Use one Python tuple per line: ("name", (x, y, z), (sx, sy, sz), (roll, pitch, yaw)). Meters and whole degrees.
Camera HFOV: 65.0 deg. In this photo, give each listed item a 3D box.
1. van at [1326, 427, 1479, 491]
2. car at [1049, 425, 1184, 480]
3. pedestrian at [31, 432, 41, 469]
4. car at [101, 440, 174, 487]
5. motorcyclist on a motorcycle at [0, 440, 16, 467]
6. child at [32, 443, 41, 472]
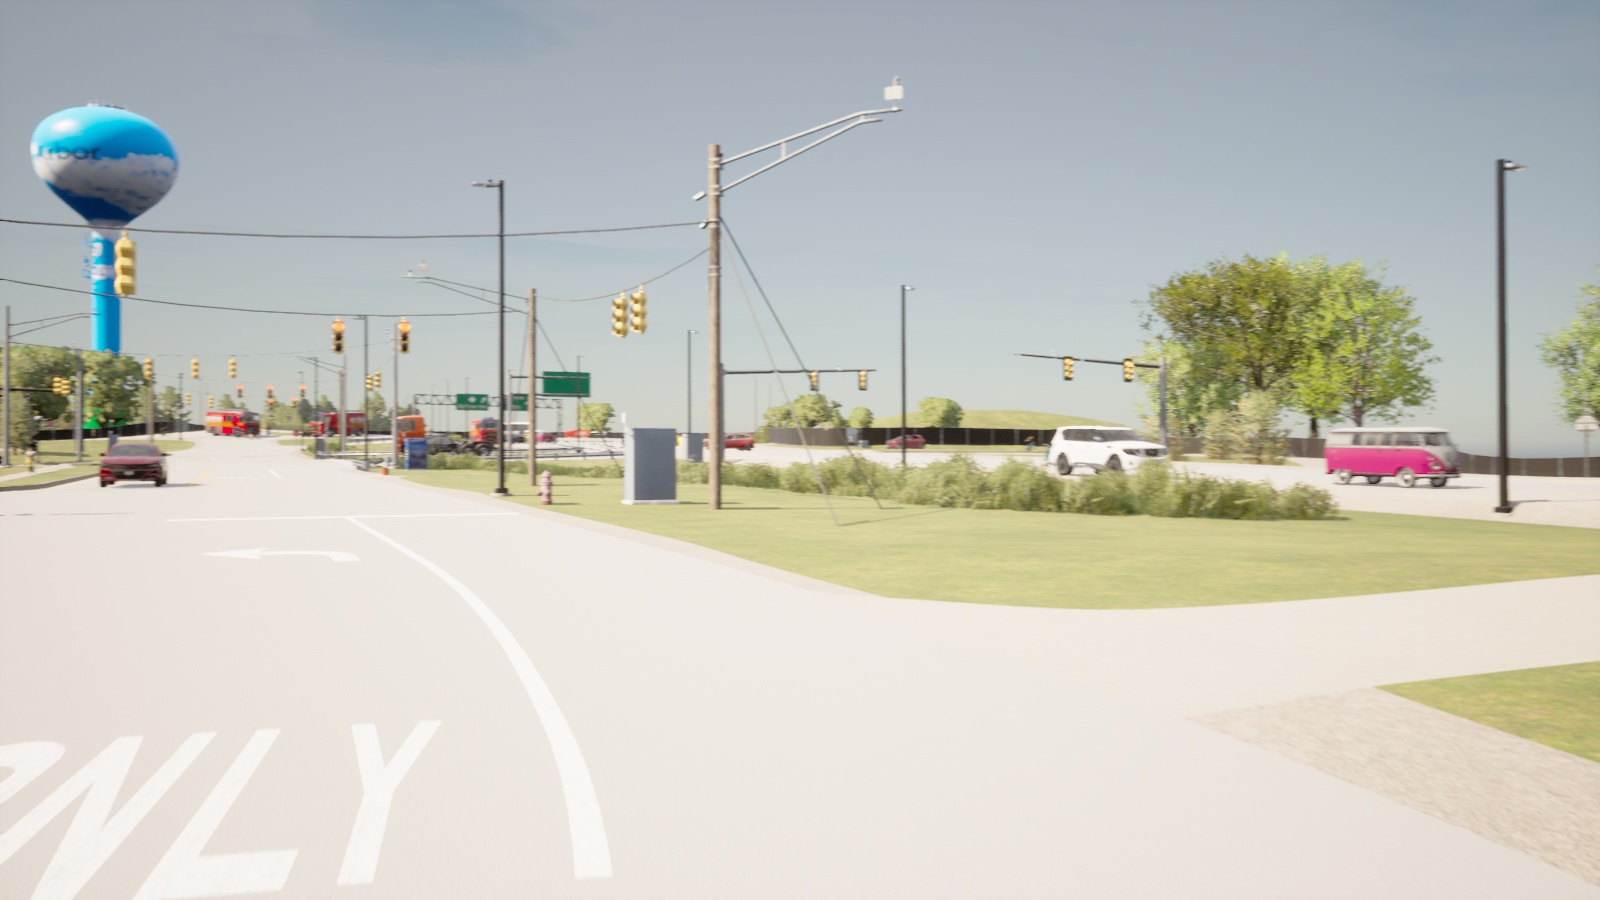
("van", (19.816, 0.259, 41.540), (1.775, 1.987, 4.442), (0, 1, -24))
("car", (12.394, 0.064, 49.614), (2.150, 2.045, 5.566), (0, 1, -24))
("pedestrian", (-37.983, 0.032, 62.448), (0.353, 1.847, 0.614), (0, -1, -24))
("car", (-22.980, 0.441, 43.712), (1.882, 1.535, 5.008), (0, 0, -24))
("motorcyclist on a motorcycle", (-50.733, 0.219, 78.966), (2.350, 1.649, 0.766), (0, 1, -28))
("child", (-33.591, 0.337, 55.251), (0.270, 1.263, 0.437), (0, -1, -21))
